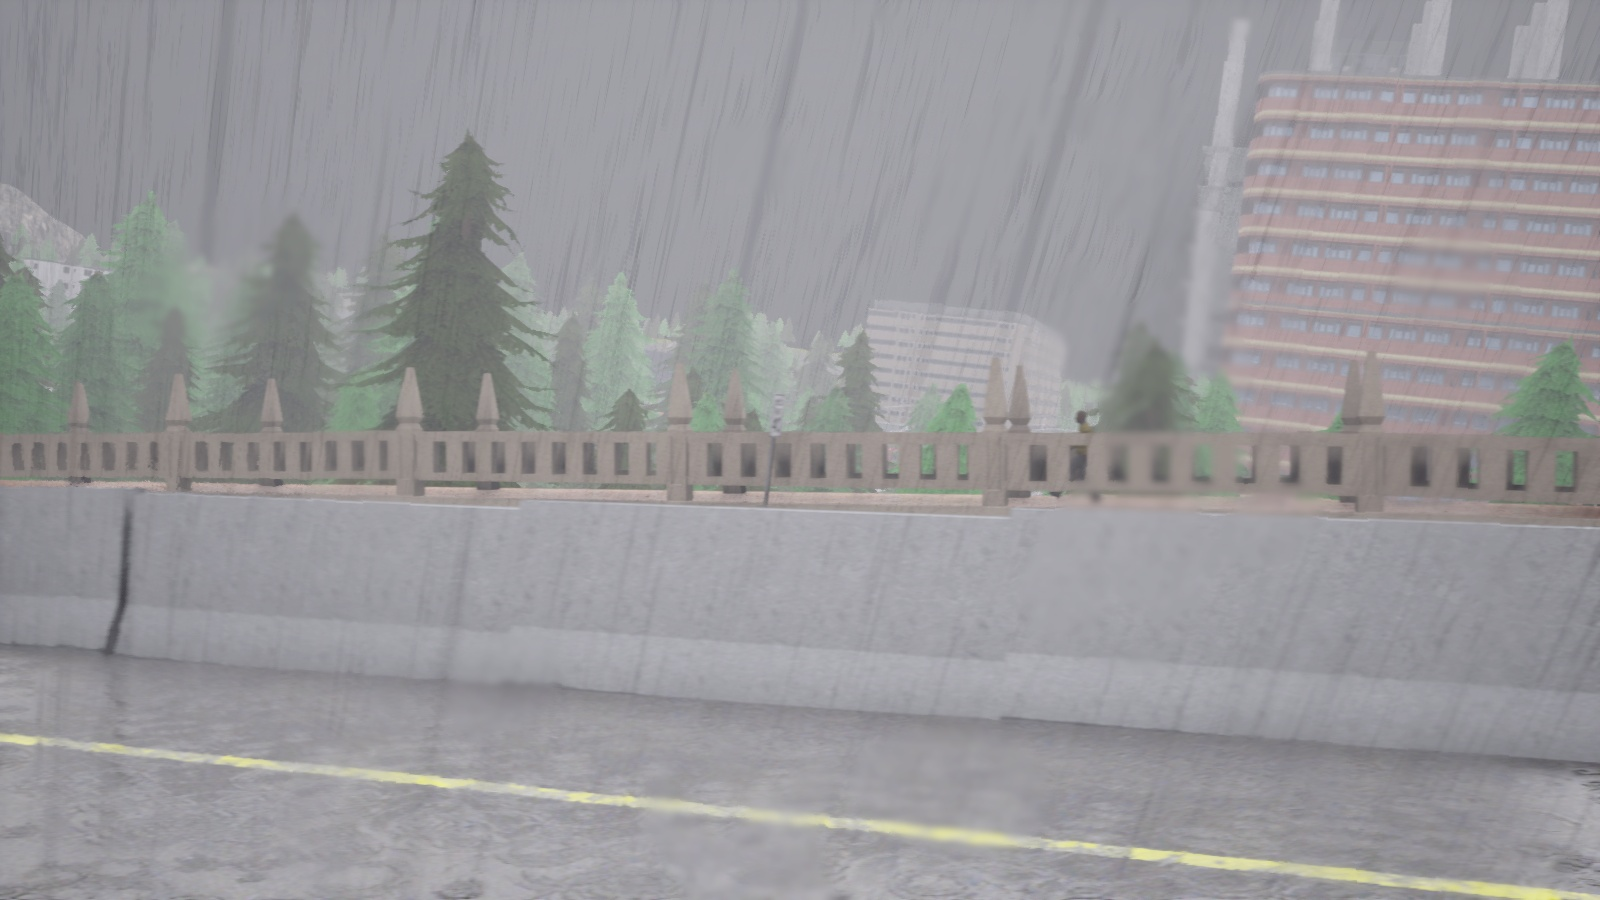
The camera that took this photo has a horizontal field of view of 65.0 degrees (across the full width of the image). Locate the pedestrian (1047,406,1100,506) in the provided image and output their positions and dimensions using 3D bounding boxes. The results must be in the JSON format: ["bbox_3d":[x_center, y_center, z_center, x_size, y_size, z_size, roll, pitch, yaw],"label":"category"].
[{"bbox_3d":[5.300,0.104,24.325,0.726,1.835,0.370,8,3,19],"label":"pedestrian"}]
